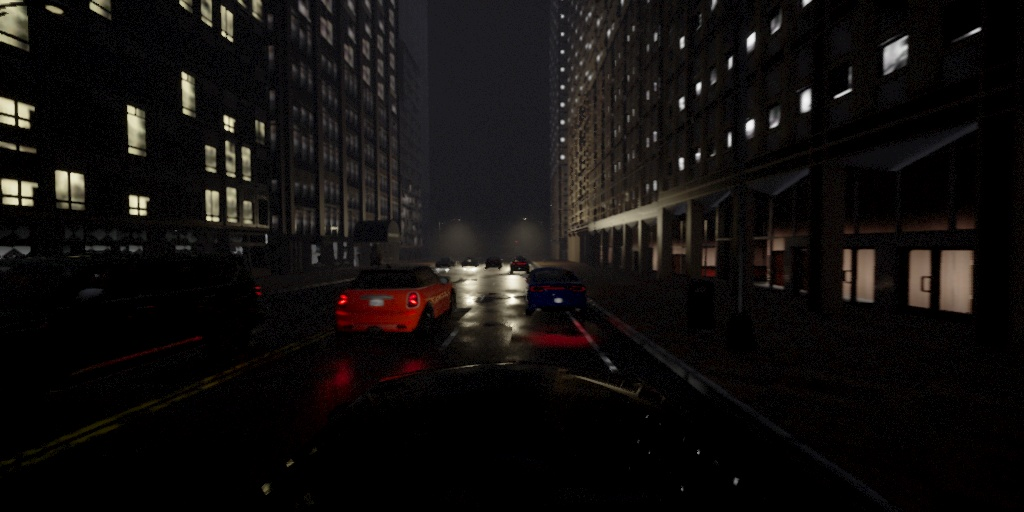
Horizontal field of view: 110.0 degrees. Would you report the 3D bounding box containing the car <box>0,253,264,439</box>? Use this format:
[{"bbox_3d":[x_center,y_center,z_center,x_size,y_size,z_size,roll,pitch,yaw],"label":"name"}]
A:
[{"bbox_3d":[-6.499,0.973,5.454,2.150,2.045,5.566,0,0,1],"label":"car"}]

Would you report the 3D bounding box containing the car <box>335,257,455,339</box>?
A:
[{"bbox_3d":[-2.950,1.037,10.058,2.097,1.767,4.553,0,0,1],"label":"car"}]

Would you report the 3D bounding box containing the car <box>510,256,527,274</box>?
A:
[{"bbox_3d":[0.757,0.909,35.133,2.128,1.511,4.902,0,1,2],"label":"car"}]

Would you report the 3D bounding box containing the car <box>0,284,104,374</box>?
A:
[{"bbox_3d":[-9.755,1.321,4.959,2.033,1.411,5.357,0,1,1],"label":"car"}]

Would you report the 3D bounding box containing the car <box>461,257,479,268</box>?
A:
[{"bbox_3d":[-5.583,0.882,48.173,1.994,1.385,4.181,0,0,1],"label":"car"}]

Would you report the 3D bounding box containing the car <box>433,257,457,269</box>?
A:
[{"bbox_3d":[-8.840,0.886,47.916,2.033,1.411,5.357,0,1,2],"label":"car"}]

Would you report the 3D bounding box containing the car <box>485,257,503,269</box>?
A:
[{"bbox_3d":[-2.232,0.810,44.875,1.882,1.535,5.008,0,1,1],"label":"car"}]

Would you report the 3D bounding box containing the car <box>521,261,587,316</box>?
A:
[{"bbox_3d":[1.397,1.112,12.867,1.882,1.535,5.008,0,1,1],"label":"car"}]
